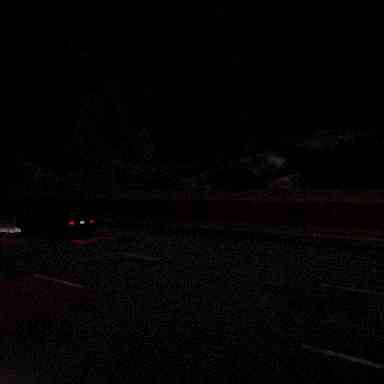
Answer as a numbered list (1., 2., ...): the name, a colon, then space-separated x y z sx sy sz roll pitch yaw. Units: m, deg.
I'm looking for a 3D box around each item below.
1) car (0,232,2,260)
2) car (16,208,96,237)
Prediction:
1. car: -7.549 1.231 9.402 5.566 2.045 2.150 0 0 36
2. car: -7.450 1.562 18.062 5.357 1.411 2.033 0 0 37
